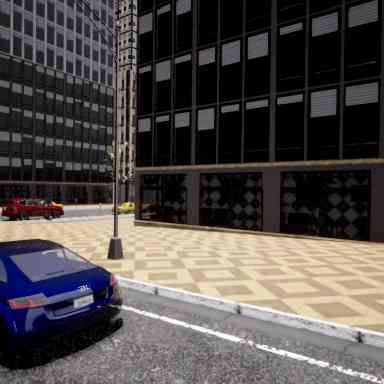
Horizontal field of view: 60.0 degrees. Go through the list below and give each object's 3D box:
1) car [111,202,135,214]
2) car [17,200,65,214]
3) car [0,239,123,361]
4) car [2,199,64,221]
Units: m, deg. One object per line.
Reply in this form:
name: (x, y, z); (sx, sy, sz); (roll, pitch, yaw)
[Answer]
car: (-7.071, 1.830, 38.420); (1.752, 1.417, 4.829); (1, 0, 36)
car: (-17.367, 1.643, 38.546); (1.752, 1.417, 4.829); (1, 0, 36)
car: (-3.235, 1.561, 5.973); (4.181, 1.385, 1.994); (0, 0, 34)
car: (-13.835, 1.520, 29.184); (2.192, 1.841, 5.009); (1, 0, 36)
